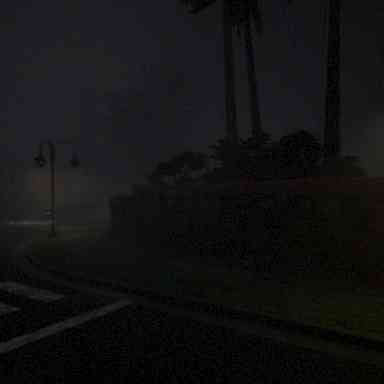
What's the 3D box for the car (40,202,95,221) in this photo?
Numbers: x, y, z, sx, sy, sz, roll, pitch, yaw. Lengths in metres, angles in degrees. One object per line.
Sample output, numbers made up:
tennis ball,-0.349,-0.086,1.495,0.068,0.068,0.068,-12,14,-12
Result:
car,-10.854,1.656,29.295,1.837,1.490,4.892,-1,-1,36
